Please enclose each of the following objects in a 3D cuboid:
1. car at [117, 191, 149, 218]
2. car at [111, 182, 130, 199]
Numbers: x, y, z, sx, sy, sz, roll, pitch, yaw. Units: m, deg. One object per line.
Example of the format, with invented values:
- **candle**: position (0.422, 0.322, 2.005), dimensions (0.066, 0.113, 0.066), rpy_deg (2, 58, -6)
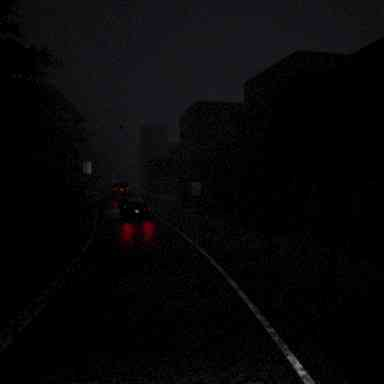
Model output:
- **car**: position (-4.182, 0.955, 23.972), dimensions (1.812, 1.442, 4.674), rpy_deg (-1, 3, -15)
- **car**: position (-9.042, -0.307, 42.143), dimensions (2.150, 2.045, 5.566), rpy_deg (-1, 3, -15)
